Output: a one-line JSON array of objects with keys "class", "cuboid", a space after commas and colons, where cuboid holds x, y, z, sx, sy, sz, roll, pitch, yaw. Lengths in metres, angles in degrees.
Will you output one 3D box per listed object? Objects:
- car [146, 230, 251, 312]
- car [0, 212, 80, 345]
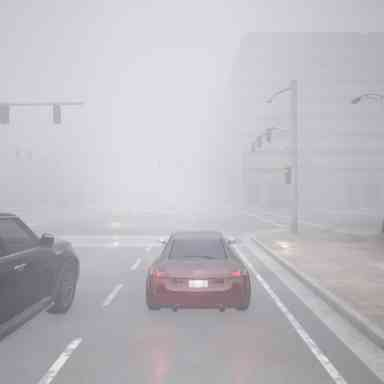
[{"class": "car", "cuboid": [0.117, 1.564, 7.784, 1.994, 1.385, 4.181, 0, 0, 0]}, {"class": "car", "cuboid": [-3.394, 1.221, 4.460, 2.150, 2.045, 5.566, 0, 0, 1]}]
